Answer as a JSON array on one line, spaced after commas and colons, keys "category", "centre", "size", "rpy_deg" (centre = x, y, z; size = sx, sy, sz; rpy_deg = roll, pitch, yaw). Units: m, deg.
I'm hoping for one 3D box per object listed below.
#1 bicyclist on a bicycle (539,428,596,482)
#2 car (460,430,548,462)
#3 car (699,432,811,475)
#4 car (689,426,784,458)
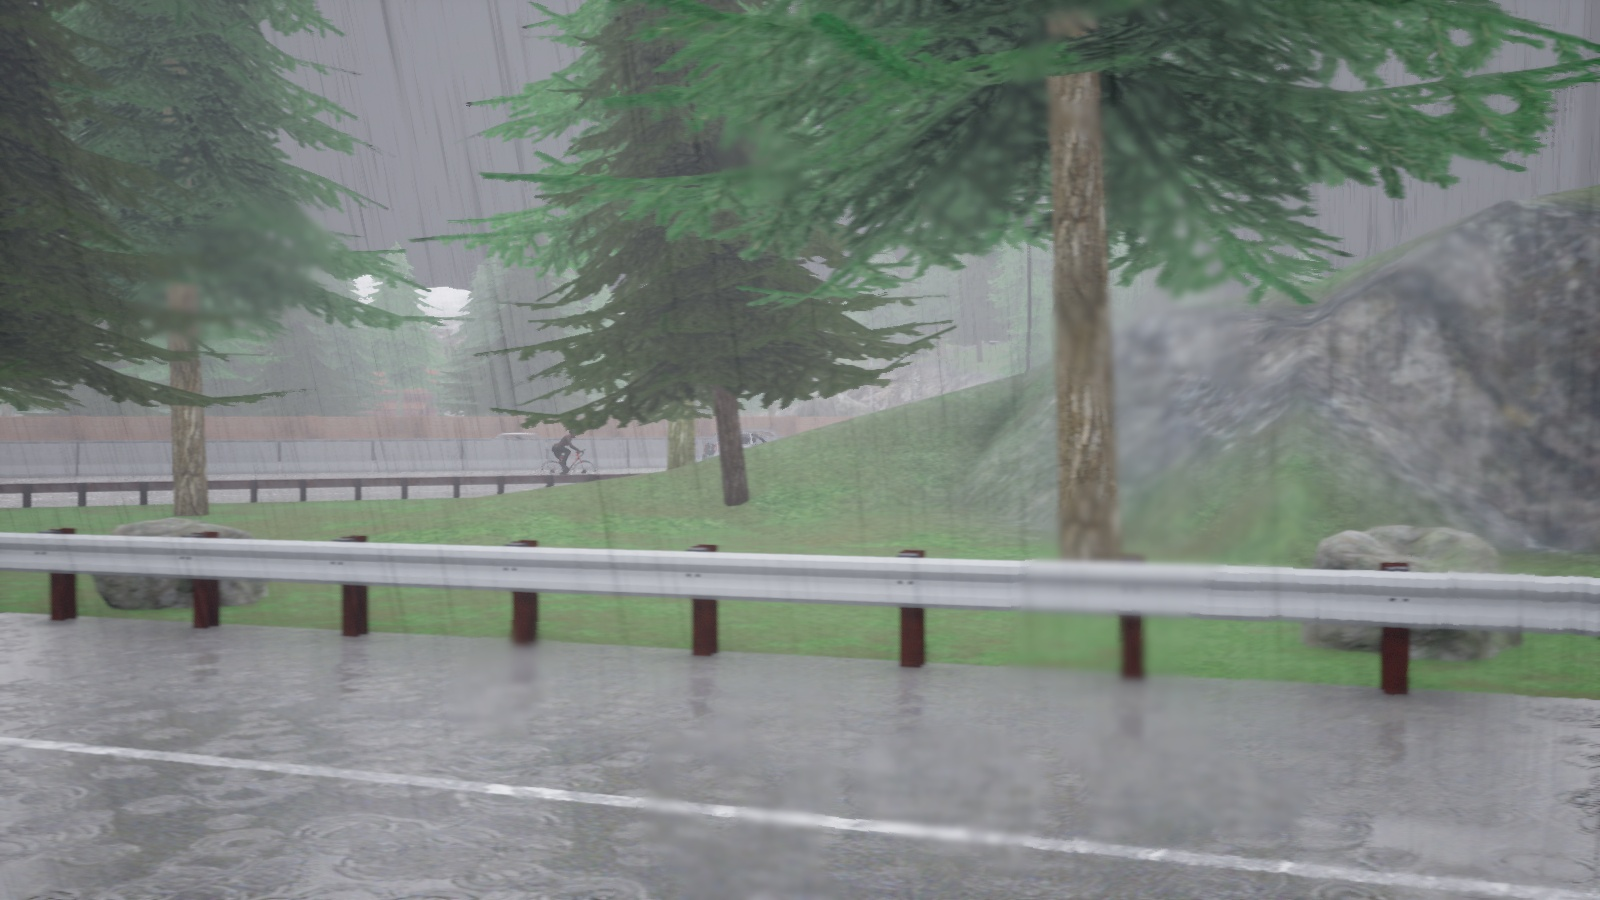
[{"category": "bicyclist on a bicycle", "centre": [-6.997, 0.144, 37.863], "size": [1.656, 1.620, 0.582], "rpy_deg": [0, 1, -7]}, {"category": "car", "centre": [-13.936, -0.211, 59.077], "size": [3.806, 1.475, 1.970], "rpy_deg": [0, 1, -21]}, {"category": "car", "centre": [-1.621, 0.110, 45.043], "size": [3.633, 1.501, 1.845], "rpy_deg": [0, 1, -21]}, {"category": "car", "centre": [-3.384, -0.416, 66.835], "size": [4.611, 1.667, 2.242], "rpy_deg": [0, 1, -21]}]
